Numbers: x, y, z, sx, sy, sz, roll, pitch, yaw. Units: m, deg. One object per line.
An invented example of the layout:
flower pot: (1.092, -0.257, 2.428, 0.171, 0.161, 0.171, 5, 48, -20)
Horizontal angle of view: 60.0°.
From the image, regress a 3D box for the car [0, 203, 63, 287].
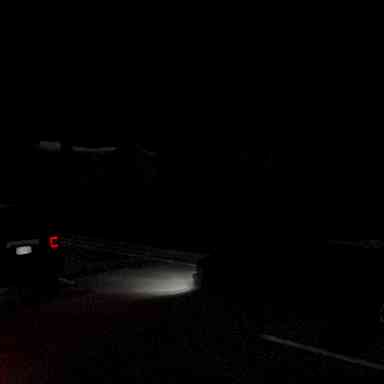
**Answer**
car: (-5.498, 1.310, 8.498, 5.566, 2.045, 2.150, -1, 0, 40)

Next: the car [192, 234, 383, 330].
car: (2.612, 1.569, 6.576, 5.357, 1.411, 2.033, -1, 0, 36)

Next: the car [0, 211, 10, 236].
car: (-12.573, 1.806, 19.578, 4.718, 1.301, 1.895, -1, 0, 43)
